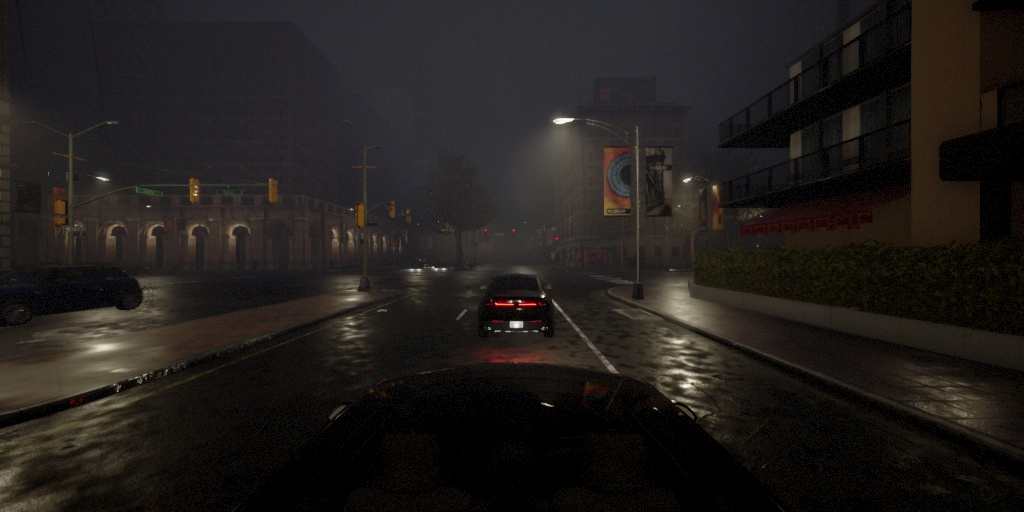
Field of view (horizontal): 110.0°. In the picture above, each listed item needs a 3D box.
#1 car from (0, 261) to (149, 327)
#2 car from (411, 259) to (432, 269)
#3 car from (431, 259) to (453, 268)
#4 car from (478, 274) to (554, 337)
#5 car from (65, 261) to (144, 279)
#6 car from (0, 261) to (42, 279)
[{"bbox_3d":[-14.966,1.101,11.517,2.097,1.767,4.553,0,0,0],"label":"car"},{"bbox_3d":[-14.857,1.241,57.911,2.128,1.511,4.902,0,0,0],"label":"car"},{"bbox_3d":[-11.352,1.314,58.682,1.994,1.385,4.181,0,0,0],"label":"car"},{"bbox_3d":[0.109,1.255,10.285,1.837,1.490,4.892,0,0,0],"label":"car"},{"bbox_3d":[-36.674,1.228,32.335,5.008,1.535,1.882,0,0,0],"label":"car"},{"bbox_3d":[-46.128,1.228,32.356,5.008,1.535,1.882,0,0,0],"label":"car"}]
